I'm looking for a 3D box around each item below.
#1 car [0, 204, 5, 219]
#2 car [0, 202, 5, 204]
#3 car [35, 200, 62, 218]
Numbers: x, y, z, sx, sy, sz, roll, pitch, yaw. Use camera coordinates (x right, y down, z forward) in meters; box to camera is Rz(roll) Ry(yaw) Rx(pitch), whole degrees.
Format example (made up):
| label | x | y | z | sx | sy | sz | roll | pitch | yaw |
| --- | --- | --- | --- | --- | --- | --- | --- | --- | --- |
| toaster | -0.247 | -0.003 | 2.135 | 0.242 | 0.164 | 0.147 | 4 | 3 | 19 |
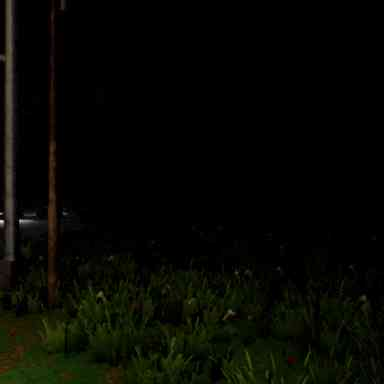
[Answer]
| label | x | y | z | sx | sy | sz | roll | pitch | yaw |
| --- | --- | --- | --- | --- | --- | --- | --- | --- | --- |
| car | -12.508 | 1.574 | 18.700 | 1.895 | 1.301 | 4.718 | 0 | 0 | -13 |
| car | -16.100 | 1.537 | 28.019 | 1.994 | 1.385 | 4.181 | 0 | 0 | -33 |
| car | -13.038 | 1.478 | 30.197 | 1.837 | 1.490 | 4.892 | 1 | 0 | -30 |
